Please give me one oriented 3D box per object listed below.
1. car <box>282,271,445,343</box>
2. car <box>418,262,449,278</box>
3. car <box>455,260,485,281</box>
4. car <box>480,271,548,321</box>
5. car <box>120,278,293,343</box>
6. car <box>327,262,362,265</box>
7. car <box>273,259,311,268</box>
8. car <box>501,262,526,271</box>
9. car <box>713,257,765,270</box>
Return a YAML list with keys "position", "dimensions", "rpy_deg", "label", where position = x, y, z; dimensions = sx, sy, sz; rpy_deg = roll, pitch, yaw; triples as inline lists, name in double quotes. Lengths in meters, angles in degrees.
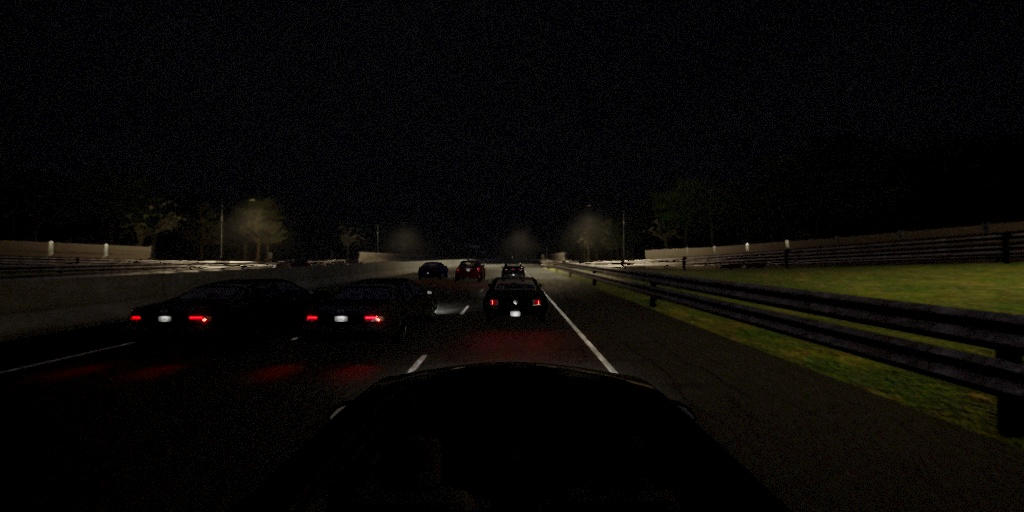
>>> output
- position: [-3.401, 1.299, 9.640]
  dimensions: [2.033, 1.411, 5.357]
  rpy_deg: [0, 0, 0]
  label: "car"
- position: [-6.901, 1.252, 31.884]
  dimensions: [1.882, 1.535, 5.008]
  rpy_deg: [0, 0, 0]
  label: "car"
- position: [-3.401, 1.124, 29.964]
  dimensions: [2.097, 1.767, 4.553]
  rpy_deg: [0, 0, 0]
  label: "car"
- position: [0.100, 1.354, 12.416]
  dimensions: [1.895, 1.301, 4.718]
  rpy_deg: [0, 0, 0]
  label: "car"
- position: [-6.900, 1.299, 9.634]
  dimensions: [2.033, 1.411, 5.357]
  rpy_deg: [0, 0, 0]
  label: "car"
- position: [-17.597, 1.336, 39.304]
  dimensions: [2.033, 1.411, 5.357]
  rpy_deg: [0, 0, 0]
  label: "car"
- position: [-24.588, 1.143, 40.220]
  dimensions: [2.097, 1.767, 4.553]
  rpy_deg: [0, 0, 0]
  label: "car"
- position: [0.099, 1.264, 30.186]
  dimensions: [2.128, 1.511, 4.902]
  rpy_deg: [0, 0, 0]
  label: "car"
- position: [23.198, 0.659, 36.862]
  dimensions: [1.882, 1.535, 5.008]
  rpy_deg: [0, -3, -17]
  label: "car"
